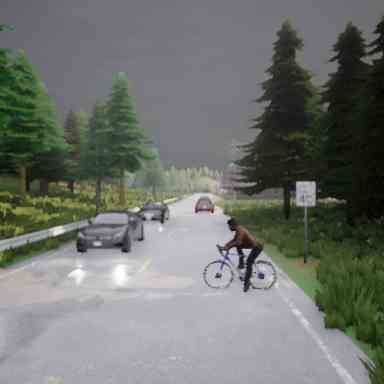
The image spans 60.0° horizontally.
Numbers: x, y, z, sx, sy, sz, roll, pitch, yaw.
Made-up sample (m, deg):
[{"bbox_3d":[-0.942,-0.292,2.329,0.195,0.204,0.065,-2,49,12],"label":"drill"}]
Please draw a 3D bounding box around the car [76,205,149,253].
[{"bbox_3d":[-3.135,1.490,13.606,1.812,1.442,4.674,0,0,2],"label":"car"}]

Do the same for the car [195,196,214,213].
[{"bbox_3d":[1.328,1.472,35.220,1.994,1.385,4.181,0,0,2],"label":"car"}]

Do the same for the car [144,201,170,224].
[{"bbox_3d":[-2.735,1.428,24.269,2.128,1.511,4.902,0,0,2],"label":"car"}]

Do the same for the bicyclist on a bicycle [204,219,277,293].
[{"bbox_3d":[1.083,1.435,7.509,1.656,1.620,0.582,0,0,2],"label":"bicyclist on a bicycle"}]

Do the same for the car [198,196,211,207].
[{"bbox_3d":[1.798,1.377,48.558,1.837,1.490,4.892,0,0,3],"label":"car"}]
